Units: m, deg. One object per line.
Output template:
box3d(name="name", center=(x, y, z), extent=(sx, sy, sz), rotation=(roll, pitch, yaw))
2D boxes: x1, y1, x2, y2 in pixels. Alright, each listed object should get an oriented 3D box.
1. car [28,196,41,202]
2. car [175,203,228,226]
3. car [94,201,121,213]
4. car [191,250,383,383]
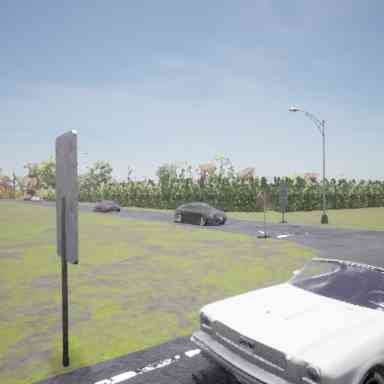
box3d(name="car", center=(-39.836, 1.831, 84.791), extent=(1.812, 1.442, 4.674), rotation=(-1, 0, -36))
box3d(name="car", center=(0.575, 1.583, 24.365), extent=(1.837, 1.490, 4.892), rotation=(-1, 0, -35))
box3d(name="car", center=(-9.966, 1.710, 39.160), extent=(1.994, 1.385, 4.181), rotation=(-1, 0, -36))
box3d(name="car", center=(2.339, 1.600, 4.610), extent=(4.718, 1.301, 1.895), rotation=(0, 0, -35))
